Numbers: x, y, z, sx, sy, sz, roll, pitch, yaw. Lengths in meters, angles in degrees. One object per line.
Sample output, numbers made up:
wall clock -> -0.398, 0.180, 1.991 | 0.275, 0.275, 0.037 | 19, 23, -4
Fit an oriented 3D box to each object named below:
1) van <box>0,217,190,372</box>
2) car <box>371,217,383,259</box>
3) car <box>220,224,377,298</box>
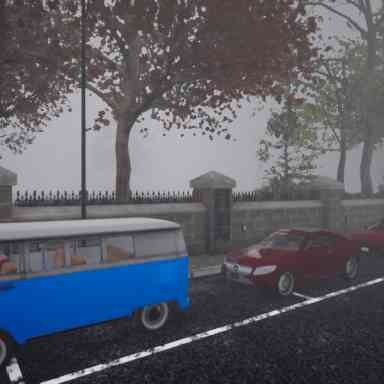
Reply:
van -> -1.950, 1.341, 5.166 | 3.998, 1.788, 1.690 | 0, 0, -35
car -> 7.232, 1.545, 11.686 | 4.507, 1.381, 1.887 | 0, 0, -35
car -> 2.641, 1.581, 8.426 | 4.206, 1.307, 1.802 | 0, 0, -35
